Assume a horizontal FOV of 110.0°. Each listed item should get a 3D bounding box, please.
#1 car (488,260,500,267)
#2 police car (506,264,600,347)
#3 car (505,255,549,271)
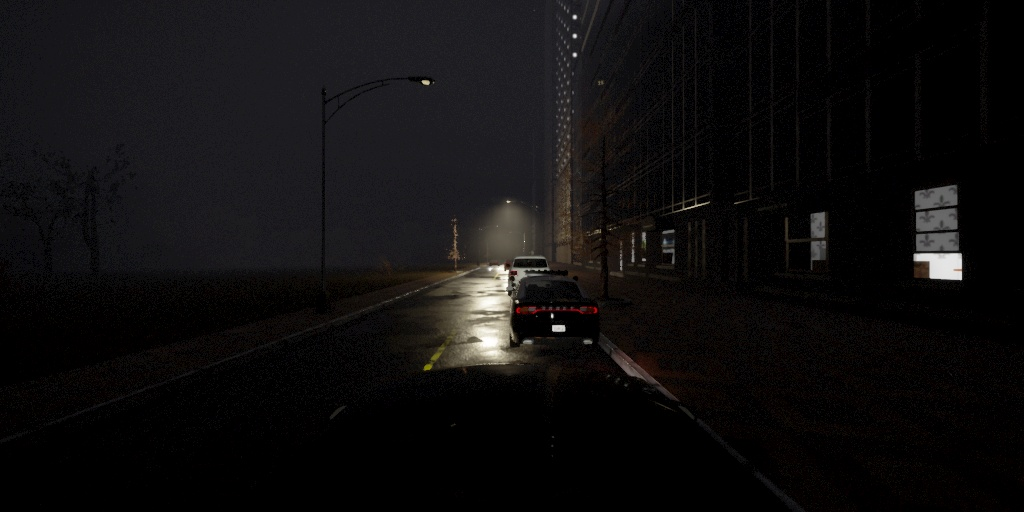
[{"bbox_3d":[-3.104,1.341,63.020,1.895,1.301,4.718,0,0,0],"label":"car"},{"bbox_3d":[0.886,1.174,9.419,1.930,1.638,5.238,0,0,0],"label":"police car"},{"bbox_3d":[0.870,0.973,19.340,2.150,2.045,5.566,0,0,0],"label":"car"}]
